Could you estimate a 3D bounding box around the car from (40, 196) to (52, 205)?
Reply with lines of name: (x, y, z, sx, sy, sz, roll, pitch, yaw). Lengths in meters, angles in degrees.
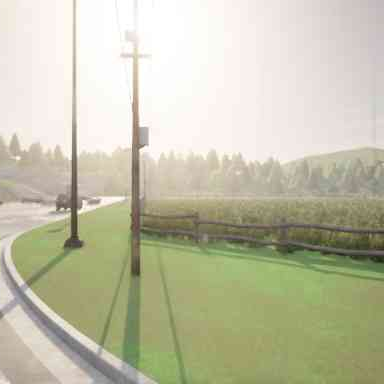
car: (-24.325, 1.487, 57.774, 1.812, 1.442, 4.674, 0, 0, -8)

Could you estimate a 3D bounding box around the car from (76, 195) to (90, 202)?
car: (-22.212, 1.290, 68.068, 1.837, 1.490, 4.892, 0, 0, -8)

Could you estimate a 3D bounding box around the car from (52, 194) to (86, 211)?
car: (-14.714, 1.196, 40.061, 2.150, 2.045, 5.566, 0, 0, -8)

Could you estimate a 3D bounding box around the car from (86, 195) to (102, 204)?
car: (-17.521, 1.565, 60.413, 1.895, 1.301, 4.718, 0, 0, -8)

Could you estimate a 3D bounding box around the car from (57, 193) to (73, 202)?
car: (-25.675, 1.144, 67.560, 2.097, 1.767, 4.553, 0, 0, -8)

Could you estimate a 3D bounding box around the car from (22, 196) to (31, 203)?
car: (-32.675, 1.477, 67.102, 1.812, 1.442, 4.674, 0, 0, -8)

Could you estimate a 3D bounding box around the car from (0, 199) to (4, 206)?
car: (-25.401, 1.569, 40.686, 1.895, 1.301, 4.718, 0, 0, -8)

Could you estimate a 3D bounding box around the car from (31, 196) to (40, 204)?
car: (-28.703, 1.502, 64.446, 2.033, 1.411, 5.357, 0, 0, -8)

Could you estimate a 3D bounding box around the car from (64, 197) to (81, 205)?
car: (-20.849, 1.564, 58.189, 1.895, 1.301, 4.718, 0, 0, -8)
